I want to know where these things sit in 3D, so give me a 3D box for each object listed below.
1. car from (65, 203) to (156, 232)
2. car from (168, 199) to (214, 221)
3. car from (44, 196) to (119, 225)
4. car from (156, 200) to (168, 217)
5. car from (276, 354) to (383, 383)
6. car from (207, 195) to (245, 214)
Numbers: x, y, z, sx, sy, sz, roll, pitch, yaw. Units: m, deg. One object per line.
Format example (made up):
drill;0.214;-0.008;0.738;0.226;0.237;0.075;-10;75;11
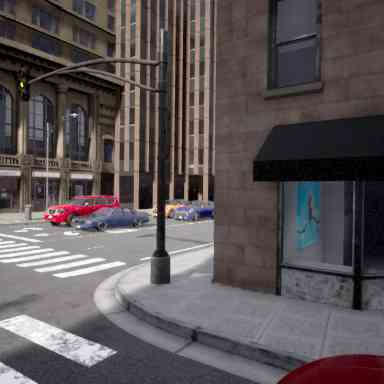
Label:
car;-5.087;1.659;21.595;2.033;1.411;5.357;1;0;35
car;0.347;1.545;29.345;2.097;1.767;4.553;1;0;35
car;-7.552;1.289;23.734;2.150;2.045;5.566;1;0;35
car;-1.851;1.504;31.873;2.097;1.767;4.553;1;0;35
car;2.411;1.545;1.255;4.507;1.381;1.887;0;1;35
car;4.232;1.466;40.543;2.150;2.045;5.566;1;0;35
